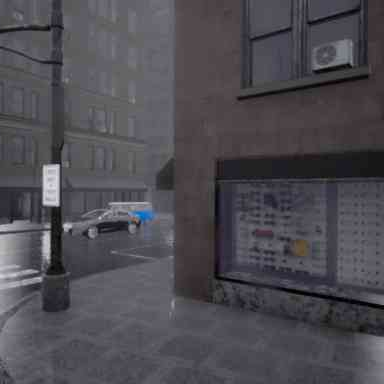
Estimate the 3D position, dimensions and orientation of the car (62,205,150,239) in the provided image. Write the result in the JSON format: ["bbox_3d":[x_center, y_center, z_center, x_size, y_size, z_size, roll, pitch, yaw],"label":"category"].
[{"bbox_3d":[-5.026,1.721,19.015,2.128,1.511,4.902,0,-1,35],"label":"car"}]

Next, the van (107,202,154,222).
[{"bbox_3d":[-4.536,1.630,24.198,1.690,1.788,3.998,-1,-1,35],"label":"van"}]
